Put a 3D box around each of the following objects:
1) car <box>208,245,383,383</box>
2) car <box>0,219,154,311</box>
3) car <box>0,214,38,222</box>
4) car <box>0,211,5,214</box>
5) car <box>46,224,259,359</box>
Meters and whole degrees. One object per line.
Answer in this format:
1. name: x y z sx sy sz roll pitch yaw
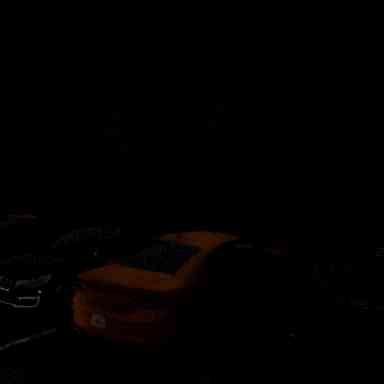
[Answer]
1. car: 2.507 1.480 4.576 2.231 1.521 4.892 0 0 36
2. car: -1.968 1.457 7.789 2.231 1.521 4.892 0 0 36
3. car: -4.192 1.472 9.407 2.163 1.488 4.792 1 0 36
4. car: -6.563 1.420 10.837 1.946 1.575 5.366 1 0 36
5. car: 0.266 1.469 6.179 2.097 1.535 5.008 0 0 36
